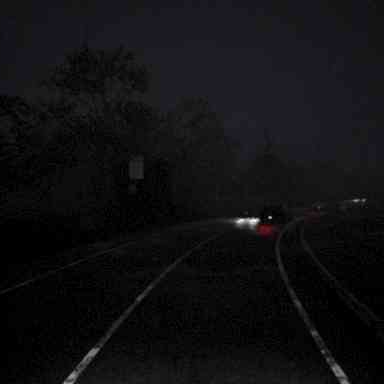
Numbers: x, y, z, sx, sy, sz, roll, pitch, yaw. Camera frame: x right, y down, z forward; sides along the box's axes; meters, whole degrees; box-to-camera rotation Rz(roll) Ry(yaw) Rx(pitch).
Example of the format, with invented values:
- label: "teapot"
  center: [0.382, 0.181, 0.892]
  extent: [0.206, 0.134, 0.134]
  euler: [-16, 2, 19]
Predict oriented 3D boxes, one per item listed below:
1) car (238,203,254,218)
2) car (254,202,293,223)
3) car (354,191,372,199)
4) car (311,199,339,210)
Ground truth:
- label: "car"
  center: [5.918, 1.695, 31.565]
  extent: [1.994, 1.385, 4.181]
  euler: [-3, -1, 32]
- label: "car"
  center: [6.484, 1.512, 25.372]
  extent: [1.837, 1.490, 4.892]
  euler: [-3, -1, 25]
- label: "car"
  center: [32.205, 0.552, 62.639]
  extent: [1.895, 1.301, 4.718]
  euler: [-5, -1, 43]
- label: "car"
  center: [15.916, 1.443, 39.612]
  extent: [1.895, 1.301, 4.718]
  euler: [-4, -1, 39]
